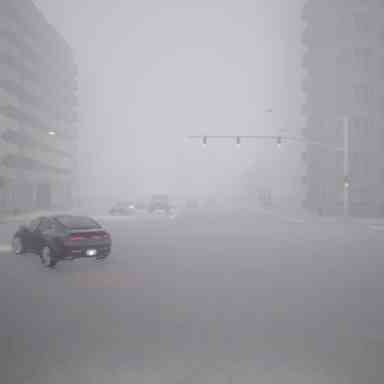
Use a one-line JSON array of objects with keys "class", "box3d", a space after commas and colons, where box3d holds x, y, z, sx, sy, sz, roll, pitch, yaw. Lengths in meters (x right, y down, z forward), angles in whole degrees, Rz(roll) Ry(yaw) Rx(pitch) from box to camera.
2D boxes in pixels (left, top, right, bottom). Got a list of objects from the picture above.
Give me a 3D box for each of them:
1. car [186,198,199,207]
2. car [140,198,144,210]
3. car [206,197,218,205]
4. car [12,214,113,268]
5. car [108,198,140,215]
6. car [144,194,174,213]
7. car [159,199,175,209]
[{"class": "car", "box3d": [0.077, 1.626, 53.010, 1.994, 1.385, 4.181, 0, 0, 0]}, {"class": "car", "box3d": [-7.083, 1.529, 44.101, 1.882, 1.535, 5.008, 0, 0, 0]}, {"class": "car", "box3d": [3.486, 1.574, 58.876, 1.837, 1.490, 4.892, 0, 0, 0]}, {"class": "car", "box3d": [-4.608, 1.519, 11.520, 1.837, 1.490, 4.892, 3, -2, -43]}, {"class": "car", "box3d": [-7.108, 1.587, 34.278, 2.033, 1.411, 5.357, 0, 0, 0]}, {"class": "car", "box3d": [-3.614, 1.266, 37.520, 2.150, 2.045, 5.566, 0, 0, 1]}, {"class": "car", "box3d": [-3.564, 1.657, 47.493, 1.895, 1.301, 4.718, 0, 0, 1]}]
